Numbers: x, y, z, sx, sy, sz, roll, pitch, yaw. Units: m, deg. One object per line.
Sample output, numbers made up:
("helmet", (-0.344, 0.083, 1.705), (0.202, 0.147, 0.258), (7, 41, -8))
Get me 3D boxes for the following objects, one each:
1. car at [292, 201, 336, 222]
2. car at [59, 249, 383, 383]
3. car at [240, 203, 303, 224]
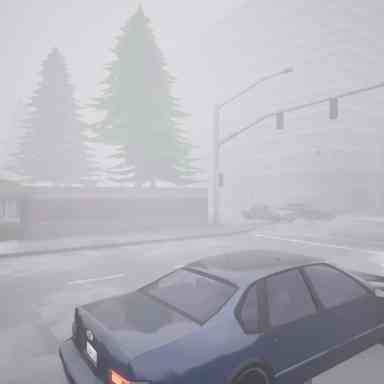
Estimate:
("car", (9.306, 1.558, 27.253), (1.837, 1.490, 4.892), (0, -1, -35))
("car", (1.110, 1.547, 4.573), (5.357, 1.411, 2.033), (0, 0, -35))
("car", (5.884, 1.656, 25.644), (1.895, 1.301, 4.718), (0, 0, -30))
